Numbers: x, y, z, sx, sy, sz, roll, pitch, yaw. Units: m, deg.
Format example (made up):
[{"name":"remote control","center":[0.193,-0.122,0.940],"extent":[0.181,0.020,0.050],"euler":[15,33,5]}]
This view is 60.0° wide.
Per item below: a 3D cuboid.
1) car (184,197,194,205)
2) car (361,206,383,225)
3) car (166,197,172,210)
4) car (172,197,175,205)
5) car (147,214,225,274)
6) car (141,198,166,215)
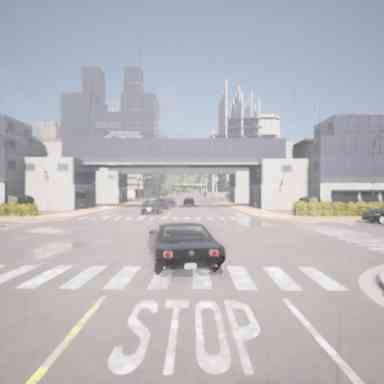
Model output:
[{"name":"car","center":[-0.559,1.623,62.839],"extent":[1.882,1.535,5.008],"euler":[0,0,0]},{"name":"car","center":[14.994,1.572,24.293],"extent":[4.892,1.490,1.837],"euler":[0,0,2]},{"name":"car","center":[-4.249,1.616,45.706],"extent":[1.837,1.490,4.892],"euler":[0,0,0]},{"name":"car","center":[-4.172,1.670,62.760],"extent":[1.812,1.442,4.674],"euler":[0,0,0]},{"name":"car","center":[-0.428,1.637,10.800],"extent":[1.895,1.301,4.718],"euler":[0,0,-10]},{"name":"car","center":[-4.252,1.581,35.389],"extent":[2.128,1.511,4.902],"euler":[0,0,0]}]
